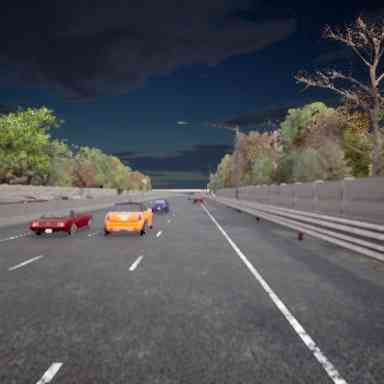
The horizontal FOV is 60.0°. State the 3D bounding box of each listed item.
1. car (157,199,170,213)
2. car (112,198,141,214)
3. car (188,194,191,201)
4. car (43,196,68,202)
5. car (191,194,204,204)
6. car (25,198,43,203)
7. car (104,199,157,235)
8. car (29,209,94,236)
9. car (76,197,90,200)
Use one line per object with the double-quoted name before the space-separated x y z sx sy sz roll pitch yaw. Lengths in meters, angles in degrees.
"car" -3.411 1.507 36.591 1.812 1.442 4.674 0 0 0
"car" -6.911 1.473 35.539 2.128 1.511 4.902 0 0 0
"car" -0.026 1.352 82.167 2.097 1.767 4.553 0 0 0
"car" -21.078 1.483 52.379 1.837 1.490 4.892 0 0 0
"car" 1.205 1.468 63.417 1.882 1.535 5.008 0 0 0
"car" -24.557 1.579 52.771 1.895 1.301 4.718 0 0 1
"car" -3.405 1.339 18.736 2.097 1.767 4.553 0 0 0
"car" -6.905 1.588 18.247 1.895 1.301 4.718 0 0 0
"car" -17.567 1.505 53.792 1.812 1.442 4.674 0 0 0
